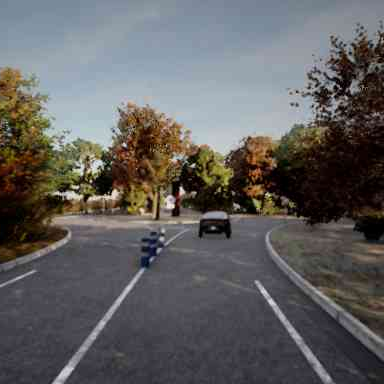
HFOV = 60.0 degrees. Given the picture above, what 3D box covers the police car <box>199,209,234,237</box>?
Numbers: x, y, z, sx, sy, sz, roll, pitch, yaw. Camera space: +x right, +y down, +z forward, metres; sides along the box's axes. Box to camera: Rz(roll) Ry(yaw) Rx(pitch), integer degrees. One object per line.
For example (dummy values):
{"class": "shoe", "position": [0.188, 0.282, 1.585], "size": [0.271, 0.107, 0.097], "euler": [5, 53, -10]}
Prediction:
{"class": "police car", "position": [1.631, 1.940, 21.538], "size": [1.930, 1.638, 5.238], "euler": [0, -2, 9]}
